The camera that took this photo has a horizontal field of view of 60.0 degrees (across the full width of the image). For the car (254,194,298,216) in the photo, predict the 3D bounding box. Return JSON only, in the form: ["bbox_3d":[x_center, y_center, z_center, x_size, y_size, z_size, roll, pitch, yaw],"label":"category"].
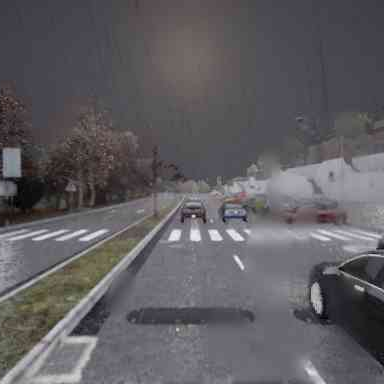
[{"bbox_3d":[8.052,1.314,28.279,4.553,1.767,2.185,1,0,-20],"label":"car"}]

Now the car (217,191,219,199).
[{"bbox_3d":[8.063,1.071,67.073,4.553,1.767,2.185,0,1,-20],"label":"car"}]

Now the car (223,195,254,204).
[{"bbox_3d":[8.114,1.342,58.144,4.792,1.488,2.163,1,0,-20],"label":"car"}]

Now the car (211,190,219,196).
[{"bbox_3d":[7.921,0.996,78.950,5.366,1.575,1.946,0,1,-20],"label":"car"}]

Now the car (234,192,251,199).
[{"bbox_3d":[8.060,1.170,37.222,5.566,2.045,2.435,1,0,-20],"label":"car"}]

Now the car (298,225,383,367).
[{"bbox_3d":[3.102,1.497,4.386,1.837,1.490,4.892,0,0,0],"label":"car"}]

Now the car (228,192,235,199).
[{"bbox_3d":[8.113,1.157,43.218,5.566,2.045,2.435,1,0,-20],"label":"car"}]

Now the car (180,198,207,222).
[{"bbox_3d":[0.108,1.459,25.743,1.837,1.490,4.892,0,0,0],"label":"car"}]

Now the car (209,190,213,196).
[{"bbox_3d":[8.107,0.827,90.938,4.892,1.521,2.231,1,1,-20],"label":"car"}]

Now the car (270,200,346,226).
[{"bbox_3d":[8.052,1.482,22.289,4.792,1.488,2.163,1,0,-20],"label":"car"}]

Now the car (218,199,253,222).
[{"bbox_3d":[3.108,1.503,26.165,2.033,1.411,5.357,0,0,0],"label":"car"}]

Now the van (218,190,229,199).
[{"bbox_3d":[7.985,1.014,64.045,4.442,1.987,1.878,0,1,-20],"label":"van"}]

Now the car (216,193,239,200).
[{"bbox_3d":[8.120,1.080,76.046,4.792,1.488,2.163,0,1,-20],"label":"car"}]

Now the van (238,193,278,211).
[{"bbox_3d":[7.978,1.188,40.175,4.442,1.987,1.878,1,0,-20],"label":"van"}]

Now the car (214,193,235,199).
[{"bbox_3d":[8.091,0.993,81.999,4.674,1.452,2.002,0,1,-20],"label":"car"}]

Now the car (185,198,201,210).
[{"bbox_3d":[0.114,1.483,42.743,1.994,1.385,4.181,0,0,0],"label":"car"}]

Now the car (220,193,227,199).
[{"bbox_3d":[7.915,1.334,55.075,5.366,1.575,1.946,1,1,-20],"label":"car"}]

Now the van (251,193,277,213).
[{"bbox_3d":[8.192,1.210,31.314,4.442,1.987,1.878,1,0,-20],"label":"van"}]

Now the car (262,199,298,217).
[{"bbox_3d":[8.074,1.487,25.307,4.674,1.452,2.002,1,0,-20],"label":"car"}]

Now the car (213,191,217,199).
[{"bbox_3d":[7.919,1.097,72.984,5.366,1.575,1.946,0,1,-20],"label":"car"}]

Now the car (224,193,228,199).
[{"bbox_3d":[8.059,1.392,52.148,4.792,1.488,2.163,1,1,-20],"label":"car"}]

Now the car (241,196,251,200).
[{"bbox_3d":[8.075,1.429,34.254,4.892,1.521,2.231,1,0,-20],"label":"car"}]
